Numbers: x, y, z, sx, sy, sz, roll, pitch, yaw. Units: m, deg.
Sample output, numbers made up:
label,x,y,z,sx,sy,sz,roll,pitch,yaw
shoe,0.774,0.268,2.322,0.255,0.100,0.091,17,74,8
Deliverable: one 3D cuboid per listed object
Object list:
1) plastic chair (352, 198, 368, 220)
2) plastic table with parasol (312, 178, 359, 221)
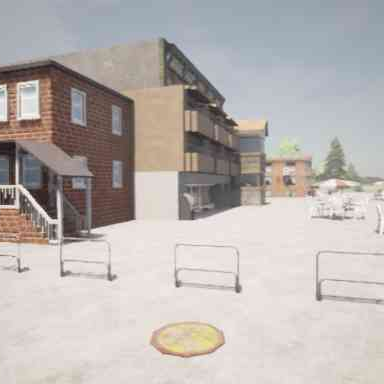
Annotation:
label,x,y,z,sx,sy,sz,roll,pitch,yaw
plastic chair,10.273,1.017,20.345,0.730,1.271,0.750,0,1,19
plastic table with parasol,8.876,0.420,20.812,2.482,2.480,2.482,0,1,19
